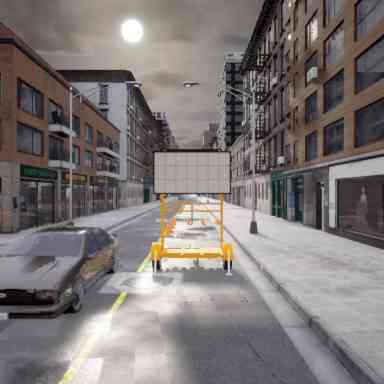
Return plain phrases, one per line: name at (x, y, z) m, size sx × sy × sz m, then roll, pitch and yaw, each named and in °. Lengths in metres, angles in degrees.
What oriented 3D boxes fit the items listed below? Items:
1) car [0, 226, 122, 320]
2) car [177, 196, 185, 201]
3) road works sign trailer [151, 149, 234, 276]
car at (-2.997, 1.548, 7.838) m, size 2.033 × 1.411 × 5.357 m, roll 0°, pitch 0°, yaw 0°
car at (-2.965, 1.683, 91.583) m, size 2.033 × 1.411 × 5.357 m, roll 0°, pitch 0°, yaw 0°
road works sign trailer at (0.004, 0.466, 10.381) m, size 2.380 × 3.560 × 2.880 m, roll 0°, pitch 0°, yaw 0°
